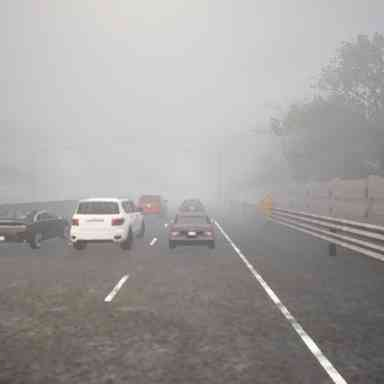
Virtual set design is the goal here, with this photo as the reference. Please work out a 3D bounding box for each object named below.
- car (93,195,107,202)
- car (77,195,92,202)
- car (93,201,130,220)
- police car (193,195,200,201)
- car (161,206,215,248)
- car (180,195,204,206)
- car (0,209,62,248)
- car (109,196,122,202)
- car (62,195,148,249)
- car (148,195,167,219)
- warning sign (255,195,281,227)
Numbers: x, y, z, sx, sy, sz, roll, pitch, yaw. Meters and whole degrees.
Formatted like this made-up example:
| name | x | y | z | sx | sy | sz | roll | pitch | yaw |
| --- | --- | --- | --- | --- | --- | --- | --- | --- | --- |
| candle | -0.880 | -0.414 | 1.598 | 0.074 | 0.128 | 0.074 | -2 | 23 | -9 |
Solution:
| name | x | y | z | sx | sy | sz | roll | pitch | yaw |
| --- | --- | --- | --- | --- | --- | --- | --- | --- | --- |
| car | -21.000 | 1.540 | 75.958 | 1.882 | 1.535 | 5.008 | 0 | 0 | 0 |
| car | -24.500 | 1.540 | 75.958 | 1.882 | 1.535 | 5.008 | 0 | 0 | 0 |
| car | -7.000 | 1.580 | 29.651 | 2.033 | 1.411 | 5.357 | 0 | 0 | 0 |
| police car | 1.225 | 1.573 | 90.016 | 1.930 | 1.638 | 5.238 | 0 | 0 | 0 |
| car | 0.000 | 1.567 | 14.650 | 2.033 | 1.411 | 5.357 | 0 | 0 | 0 |
| car | 0.000 | 1.383 | 29.621 | 2.097 | 1.767 | 4.553 | 0 | 0 | 0 |
| car | -7.000 | 1.499 | 14.650 | 2.128 | 1.511 | 4.902 | 0 | 0 | 0 |
| car | -17.499 | 1.658 | 75.928 | 1.895 | 1.301 | 4.718 | 0 | 0 | 0 |
| car | -3.500 | 1.261 | 14.680 | 2.150 | 2.045 | 5.566 | 0 | 0 | 0 |
| car | -3.500 | 1.275 | 29.681 | 2.150 | 2.045 | 5.566 | 0 | 0 | 0 |
| warning sign | 4.549 | 1.121 | 19.907 | 1.300 | 1.860 | 1.060 | 0 | 0 | 0 |
